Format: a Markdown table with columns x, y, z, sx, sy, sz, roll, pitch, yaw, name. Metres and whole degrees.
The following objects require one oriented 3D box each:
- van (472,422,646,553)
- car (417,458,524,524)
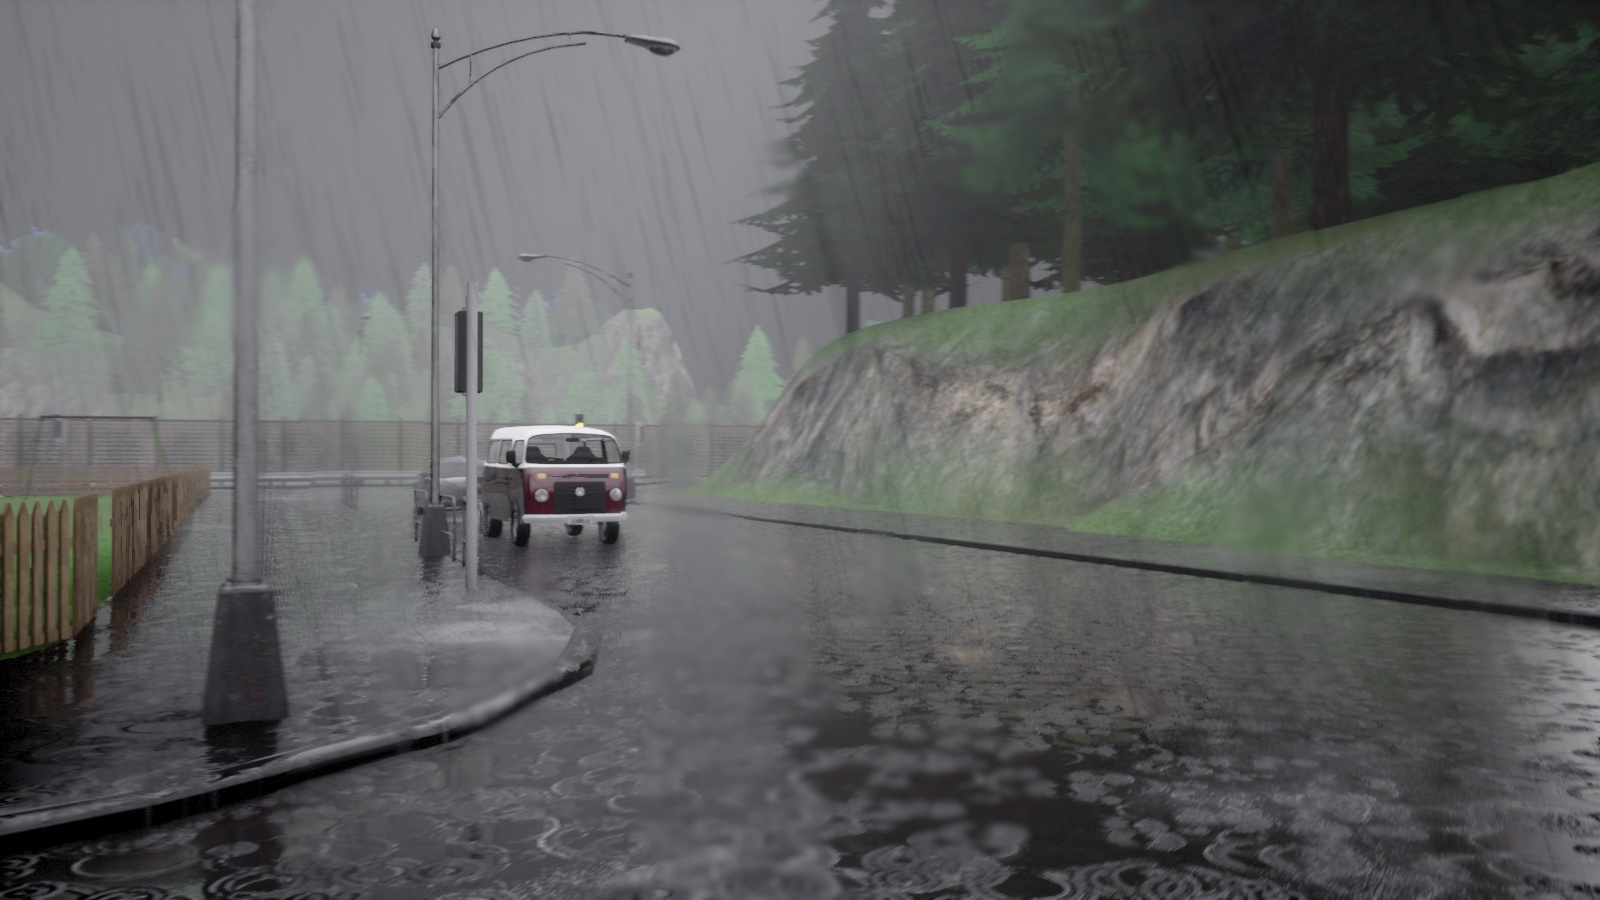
| x | y | z | sx | sy | sz | roll | pitch | yaw | name |
| --- | --- | --- | --- | --- | --- | --- | --- | --- | --- |
| -4.336 | 0.596 | 22.011 | 2.069 | 2.038 | 4.480 | 0 | 0 | -23 | van |
| -8.210 | 0.937 | 30.976 | 1.837 | 1.490 | 4.892 | 0 | 0 | -23 | car |
